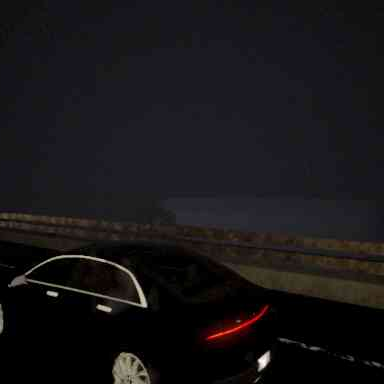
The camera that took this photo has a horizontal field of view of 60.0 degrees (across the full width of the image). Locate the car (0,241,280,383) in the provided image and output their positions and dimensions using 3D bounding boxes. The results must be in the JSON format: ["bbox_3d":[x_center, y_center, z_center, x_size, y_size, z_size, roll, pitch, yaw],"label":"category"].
[{"bbox_3d":[-1.216,1.497,4.875,4.892,1.490,1.837,0,0,36],"label":"car"}]
